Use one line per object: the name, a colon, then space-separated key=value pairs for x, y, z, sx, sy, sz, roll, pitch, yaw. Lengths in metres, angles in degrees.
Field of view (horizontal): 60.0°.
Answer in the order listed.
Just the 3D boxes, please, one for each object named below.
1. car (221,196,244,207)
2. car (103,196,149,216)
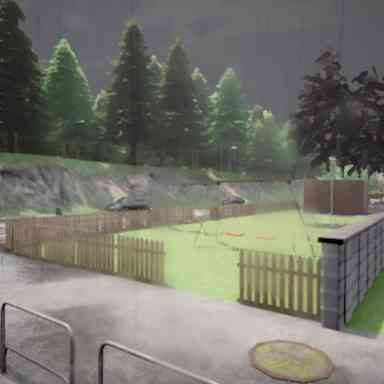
car: x=6.018 y=1.419 z=48.905 sx=1.837 sy=1.490 sz=4.892 roll=0 pitch=0 yaw=36
car: x=-6.249 y=1.258 z=31.872 sx=2.097 sy=1.767 sz=4.553 roll=0 pitch=0 yaw=36
